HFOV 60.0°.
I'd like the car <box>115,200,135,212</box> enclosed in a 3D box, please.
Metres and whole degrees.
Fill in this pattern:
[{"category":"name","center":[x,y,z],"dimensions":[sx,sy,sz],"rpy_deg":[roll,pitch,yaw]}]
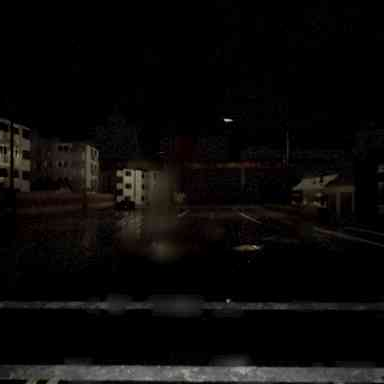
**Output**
[{"category":"car","center":[-9.455,1.947,47.480],"dimensions":[1.882,1.535,5.008],"rpy_deg":[0,0,3]}]
